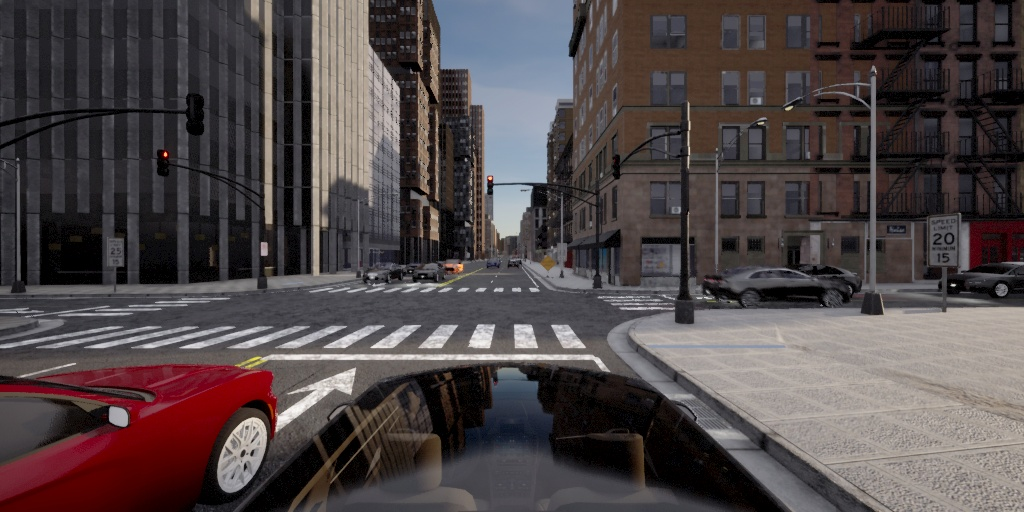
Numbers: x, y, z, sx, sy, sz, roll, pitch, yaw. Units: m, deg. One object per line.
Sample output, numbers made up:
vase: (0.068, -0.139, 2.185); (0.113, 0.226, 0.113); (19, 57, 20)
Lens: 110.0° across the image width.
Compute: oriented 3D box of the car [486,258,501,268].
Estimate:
car: (-3.054, 1.119, 59.451); (2.097, 1.767, 4.553); (0, 0, 1)

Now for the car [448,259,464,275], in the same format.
car: (-6.509, 1.111, 39.062); (2.097, 1.767, 4.553); (0, 0, 0)

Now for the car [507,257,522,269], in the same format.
car: (0.189, 1.271, 58.703); (1.837, 1.490, 4.892); (0, 0, 0)

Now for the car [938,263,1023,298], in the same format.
car: (22.304, 1.048, 16.149); (4.892, 1.490, 1.837); (0, 0, 0)

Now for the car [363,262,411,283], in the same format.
car: (-9.800, 1.244, 27.655); (2.128, 1.511, 4.902); (0, 0, 1)

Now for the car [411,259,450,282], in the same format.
car: (-6.537, 1.258, 28.656); (1.837, 1.490, 4.892); (0, 0, 0)

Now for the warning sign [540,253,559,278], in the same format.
warning sign: (2.915, 0.868, 29.098); (1.300, 1.860, 1.060); (0, 0, 0)

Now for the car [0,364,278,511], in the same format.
car: (-3.154, 1.228, 1.379); (1.882, 1.535, 5.008); (0, 0, 0)

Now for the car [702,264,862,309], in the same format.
car: (9.862, 1.134, 13.574); (4.902, 1.511, 2.128); (0, 0, 1)

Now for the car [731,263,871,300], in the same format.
car: (12.907, 1.116, 16.232); (4.892, 1.490, 1.837); (0, 0, -1)

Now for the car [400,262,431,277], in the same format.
car: (-9.758, 1.320, 36.568); (1.994, 1.385, 4.181); (0, 0, 1)
